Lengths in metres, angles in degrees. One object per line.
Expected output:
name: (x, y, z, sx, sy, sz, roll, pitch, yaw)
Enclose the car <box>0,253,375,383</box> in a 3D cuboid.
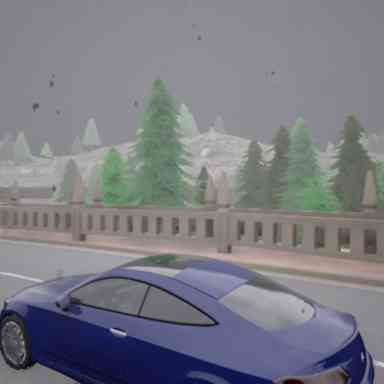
car: (-0.449, 1.511, 4.049, 4.674, 1.442, 1.812, 0, 0, 34)
